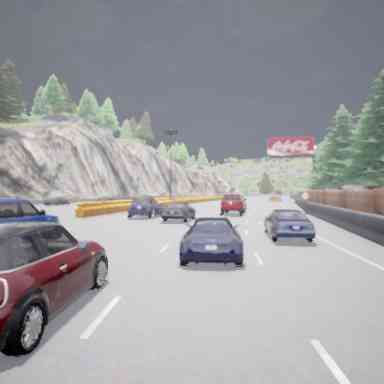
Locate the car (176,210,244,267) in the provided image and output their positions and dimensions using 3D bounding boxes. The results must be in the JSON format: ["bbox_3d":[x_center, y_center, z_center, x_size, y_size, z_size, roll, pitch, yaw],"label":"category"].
[{"bbox_3d":[0.702,1.550,11.483,1.994,1.385,4.181,0,0,5],"label":"car"}]

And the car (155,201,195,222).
[{"bbox_3d":[-0.960,1.506,25.916,2.033,1.411,5.357,0,0,10],"label":"car"}]

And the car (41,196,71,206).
[{"bbox_3d":[-20.527,1.397,50.446,1.994,1.385,4.181,0,0,15],"label":"car"}]

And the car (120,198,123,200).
[{"bbox_3d":[-11.183,1.429,58.281,1.994,1.385,4.181,0,0,15],"label":"car"}]

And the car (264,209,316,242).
[{"bbox_3d":[4.682,1.545,16.481,2.033,1.411,5.357,0,0,7],"label":"car"}]

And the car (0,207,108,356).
[{"bbox_3d":[-3.146,1.328,6.225,2.097,1.767,4.553,0,0,2],"label":"car"}]

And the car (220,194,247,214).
[{"bbox_3d":[4.216,1.192,33.414,2.150,2.045,5.566,0,0,14],"label":"car"}]

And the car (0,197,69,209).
[{"bbox_3d":[-6.374,1.177,10.924,2.150,2.045,5.566,0,0,5],"label":"car"}]

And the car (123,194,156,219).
[{"bbox_3d":[-3.882,1.292,28.949,2.097,1.767,4.553,0,0,11],"label":"car"}]

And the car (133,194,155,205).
[{"bbox_3d":[-8.098,1.234,56.294,2.097,1.767,4.553,0,0,15],"label":"car"}]

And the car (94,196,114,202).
[{"bbox_3d":[-15.091,1.412,57.222,1.994,1.385,4.181,0,0,15],"label":"car"}]
